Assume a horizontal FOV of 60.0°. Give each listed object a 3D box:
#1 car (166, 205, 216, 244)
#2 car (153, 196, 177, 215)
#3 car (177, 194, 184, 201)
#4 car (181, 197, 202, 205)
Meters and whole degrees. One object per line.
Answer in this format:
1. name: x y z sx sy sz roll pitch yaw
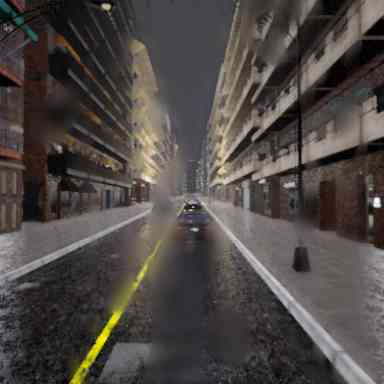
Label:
1. car: 0.106 1.551 15.823 2.033 1.411 5.357 0 0 0
2. car: -2.832 1.476 33.629 1.882 1.535 5.008 0 0 0
3. car: -2.724 1.222 75.366 2.097 1.767 4.553 0 0 0
4. car: 0.114 1.560 37.188 1.994 1.385 4.181 0 0 0
